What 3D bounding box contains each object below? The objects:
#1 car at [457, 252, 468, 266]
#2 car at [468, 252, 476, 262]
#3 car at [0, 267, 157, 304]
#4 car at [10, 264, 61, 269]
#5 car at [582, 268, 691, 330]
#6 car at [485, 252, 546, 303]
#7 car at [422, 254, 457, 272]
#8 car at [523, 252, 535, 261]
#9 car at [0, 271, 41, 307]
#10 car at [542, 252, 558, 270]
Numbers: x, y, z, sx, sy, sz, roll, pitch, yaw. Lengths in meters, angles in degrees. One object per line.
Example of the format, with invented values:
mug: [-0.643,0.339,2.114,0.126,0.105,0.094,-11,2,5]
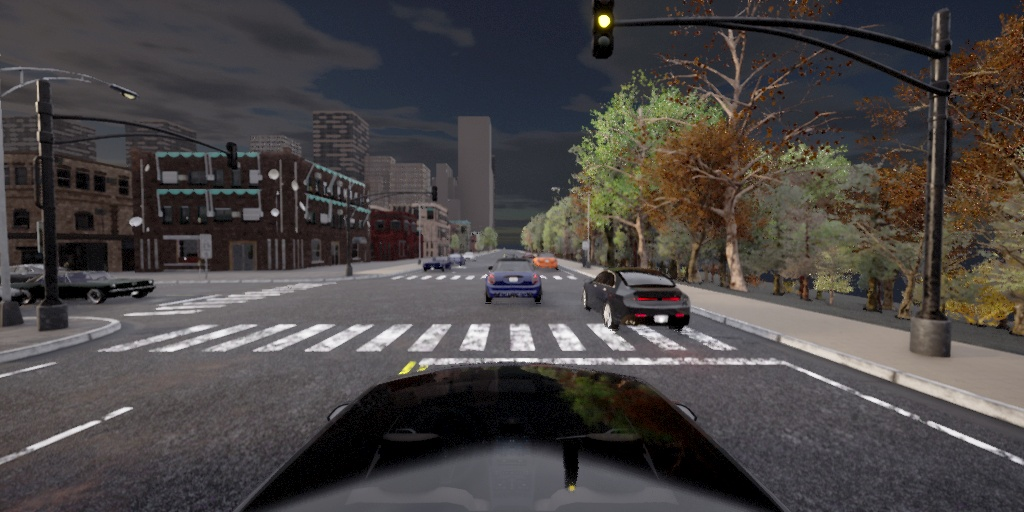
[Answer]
car: [-6.770,0.438,43.161,1.812,1.442,4.674,0,1,0]
car: [-6.802,0.159,56.940,1.812,1.442,4.674,0,1,0]
car: [-18.148,1.279,15.198,4.718,1.301,1.895,-1,2,1]
car: [-28.365,1.169,21.012,4.403,1.370,2.007,0,0,0]
car: [3.312,1.083,10.397,1.837,1.490,4.892,0,1,0]
car: [0.042,0.836,14.954,2.097,1.767,4.553,0,1,0]
car: [-6.729,0.721,32.893,1.895,1.301,4.718,0,1,2]
car: [2.975,0.030,63.447,1.812,1.442,4.674,0,1,0]
car: [-19.994,1.344,12.539,4.313,1.339,1.948,0,0,0]
car: [3.203,0.432,35.052,2.097,1.767,4.553,0,1,0]
